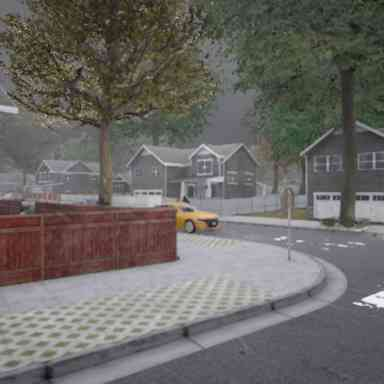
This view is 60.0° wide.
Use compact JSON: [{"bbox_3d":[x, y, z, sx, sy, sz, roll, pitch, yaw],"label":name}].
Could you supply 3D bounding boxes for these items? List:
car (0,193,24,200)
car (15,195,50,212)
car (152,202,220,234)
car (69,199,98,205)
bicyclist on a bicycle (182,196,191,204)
[{"bbox_3d":[-23.757,0.892,44.257,4.553,1.767,2.097,1,1,42],"label":"car"},{"bbox_3d":[-15.002,1.267,32.107,4.181,1.385,1.994,1,1,43],"label":"car"},{"bbox_3d":[-0.693,1.349,18.795,5.008,1.535,1.882,1,1,43],"label":"car"},{"bbox_3d":[-7.702,1.287,25.313,4.902,1.511,2.128,1,1,43],"label":"car"},{"bbox_3d":[-0.515,1.121,26.630,0.582,1.620,1.656,1,1,43],"label":"bicyclist on a bicycle"}]
